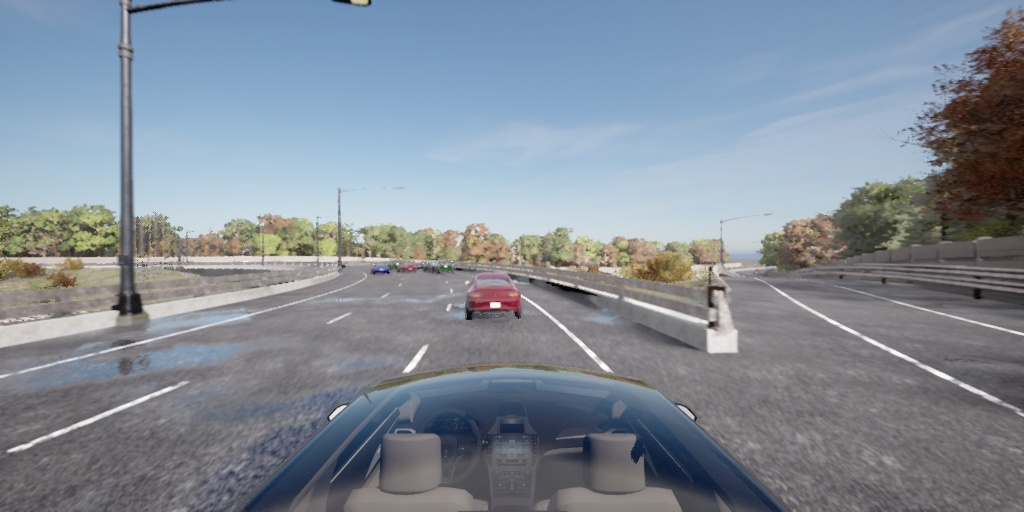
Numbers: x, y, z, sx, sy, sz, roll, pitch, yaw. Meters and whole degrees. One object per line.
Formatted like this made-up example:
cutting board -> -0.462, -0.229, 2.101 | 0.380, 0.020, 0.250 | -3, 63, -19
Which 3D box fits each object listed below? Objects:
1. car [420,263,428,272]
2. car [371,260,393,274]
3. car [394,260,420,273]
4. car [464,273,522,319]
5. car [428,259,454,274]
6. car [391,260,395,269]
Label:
car -> -10.925, 1.514, 49.721 | 2.033, 1.411, 5.357 | 0, 0, -28
car -> -16.796, 1.577, 45.655 | 1.994, 1.385, 4.181 | 0, 0, -24
car -> -14.166, 1.519, 48.397 | 1.812, 1.442, 4.674 | 0, 0, -28
car -> -0.733, 1.321, 13.044 | 1.812, 1.442, 4.674 | 0, 0, -6
car -> -8.611, 1.283, 44.245 | 2.097, 1.767, 4.553 | -1, 0, -22
car -> -18.837, 1.410, 57.232 | 2.097, 1.767, 4.553 | 0, 0, -33
